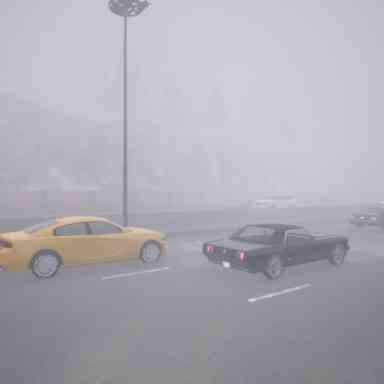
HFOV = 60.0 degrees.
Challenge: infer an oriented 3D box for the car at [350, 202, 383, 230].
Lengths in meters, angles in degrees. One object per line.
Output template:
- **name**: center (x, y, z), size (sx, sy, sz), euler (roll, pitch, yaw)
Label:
- **car**: center (11.994, 1.560, 20.902), size (5.357, 1.411, 2.033), euler (0, 0, -35)

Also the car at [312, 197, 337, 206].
- **car**: center (21.146, 1.520, 53.067), size (4.902, 1.511, 2.128), euler (0, 0, -34)

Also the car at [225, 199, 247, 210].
- **car**: center (6.320, 1.563, 38.580), size (5.357, 1.411, 2.033), euler (0, 0, -35)

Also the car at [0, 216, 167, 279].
- **car**: center (-3.119, 1.479, 10.120), size (5.008, 1.535, 1.882), euler (0, 0, -35)

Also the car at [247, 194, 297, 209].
- **car**: center (9.083, 1.241, 36.253), size (5.566, 2.045, 2.150), euler (0, 0, -35)

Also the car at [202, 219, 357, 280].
- **car**: center (2.705, 1.605, 9.973), size (4.718, 1.301, 1.895), euler (0, 0, -36)
